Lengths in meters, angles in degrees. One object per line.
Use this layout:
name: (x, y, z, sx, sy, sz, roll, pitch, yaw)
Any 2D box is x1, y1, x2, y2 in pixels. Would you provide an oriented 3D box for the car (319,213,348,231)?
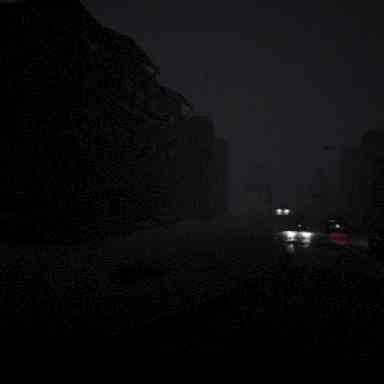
car: (12.955, 2.747, 30.653, 1.837, 1.490, 4.892, 0, -3, 14)

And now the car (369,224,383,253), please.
car: (8.633, 1.918, 13.524, 2.128, 1.511, 4.902, -1, -3, 16)

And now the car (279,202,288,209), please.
car: (19.129, 2.808, 69.645, 1.895, 1.301, 4.718, 0, 1, 13)

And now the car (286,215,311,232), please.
car: (9.468, 2.751, 29.818, 1.994, 1.385, 4.181, 0, -3, 13)
